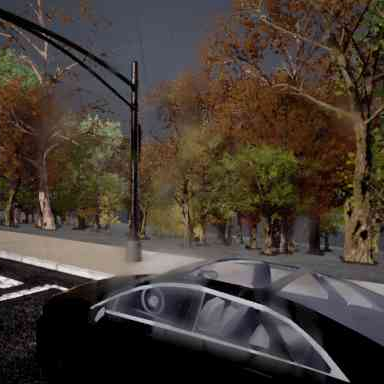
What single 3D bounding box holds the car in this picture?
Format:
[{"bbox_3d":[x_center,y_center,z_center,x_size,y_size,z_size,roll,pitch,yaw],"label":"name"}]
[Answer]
[{"bbox_3d":[0.229,1.491,3.513,4.902,1.511,2.128,0,0,37],"label":"car"}]
